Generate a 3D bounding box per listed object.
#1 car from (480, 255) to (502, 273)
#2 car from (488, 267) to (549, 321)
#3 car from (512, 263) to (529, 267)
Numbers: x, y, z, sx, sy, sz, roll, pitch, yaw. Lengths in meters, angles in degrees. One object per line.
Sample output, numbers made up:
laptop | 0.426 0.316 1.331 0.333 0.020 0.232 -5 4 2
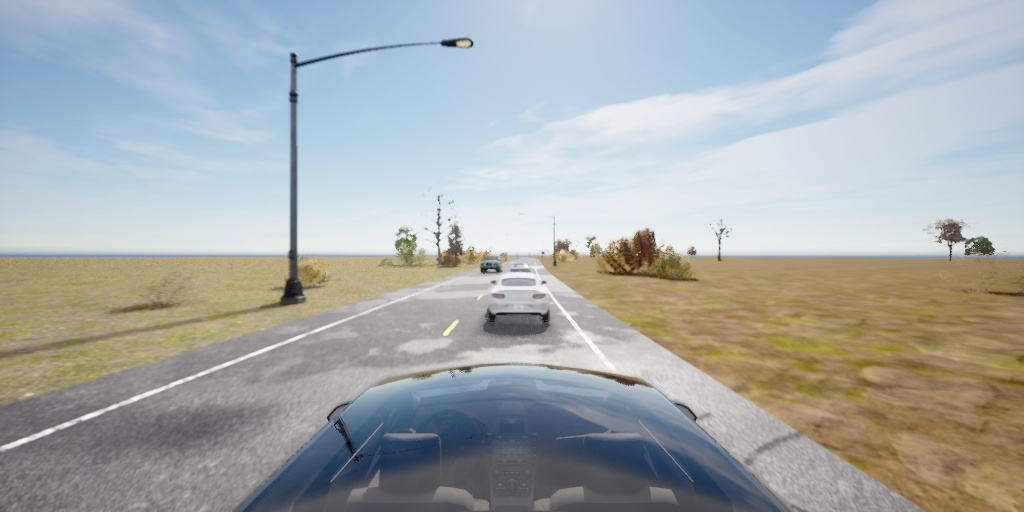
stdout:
car | -2.398 0.929 42.325 2.150 2.045 5.566 0 0 3
car | 0.232 1.266 12.268 1.812 1.442 4.674 0 0 1
car | 0.712 1.271 30.495 2.033 1.411 5.357 0 0 2
